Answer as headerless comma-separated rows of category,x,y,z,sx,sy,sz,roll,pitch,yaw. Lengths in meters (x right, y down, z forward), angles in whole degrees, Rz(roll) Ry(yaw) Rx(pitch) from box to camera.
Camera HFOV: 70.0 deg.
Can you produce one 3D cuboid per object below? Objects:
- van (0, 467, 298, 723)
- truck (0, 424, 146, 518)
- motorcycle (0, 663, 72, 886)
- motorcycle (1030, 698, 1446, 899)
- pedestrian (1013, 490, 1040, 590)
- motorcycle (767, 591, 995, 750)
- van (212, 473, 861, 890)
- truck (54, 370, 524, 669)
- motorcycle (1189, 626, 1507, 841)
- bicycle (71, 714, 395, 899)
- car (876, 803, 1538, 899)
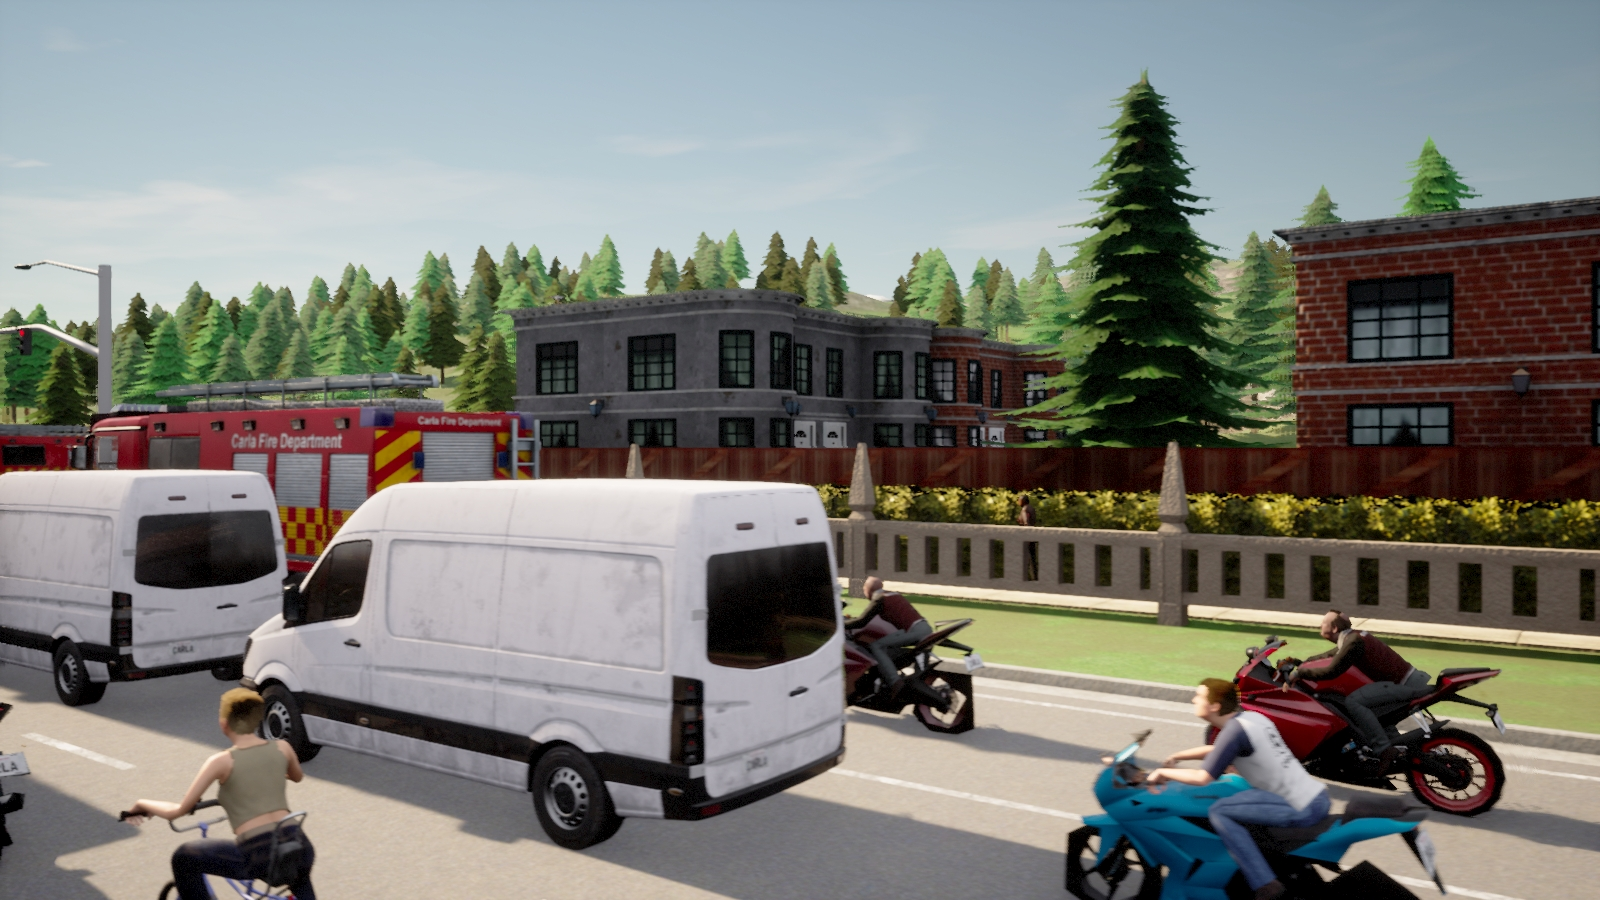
van,-8.874,1.526,14.269,5.915,2.561,1.988,0,0,35
truck,-33.002,0.865,48.678,2.891,3.827,8.468,0,0,36
motorcycle,-6.097,2.200,8.043,2.209,1.251,0.867,0,0,35
motorcycle,2.398,2.185,6.378,2.033,1.199,0.803,0,0,35
pedestrian,4.286,1.692,21.590,0.375,1.860,0.375,0,0,35
motorcycle,0.806,2.202,11.766,2.209,1.251,0.867,0,0,35
van,-2.518,1.530,9.814,5.915,2.561,1.988,0,0,35
truck,-8.403,0.882,18.210,8.468,3.827,2.891,0,0,35
motorcycle,4.398,2.204,9.251,2.209,1.251,0.867,0,0,35
bicycle,-2.877,2.154,5.778,1.487,1.277,0.859,0,0,35
car,2.064,2.065,2.341,4.193,1.474,1.816,0,0,35
